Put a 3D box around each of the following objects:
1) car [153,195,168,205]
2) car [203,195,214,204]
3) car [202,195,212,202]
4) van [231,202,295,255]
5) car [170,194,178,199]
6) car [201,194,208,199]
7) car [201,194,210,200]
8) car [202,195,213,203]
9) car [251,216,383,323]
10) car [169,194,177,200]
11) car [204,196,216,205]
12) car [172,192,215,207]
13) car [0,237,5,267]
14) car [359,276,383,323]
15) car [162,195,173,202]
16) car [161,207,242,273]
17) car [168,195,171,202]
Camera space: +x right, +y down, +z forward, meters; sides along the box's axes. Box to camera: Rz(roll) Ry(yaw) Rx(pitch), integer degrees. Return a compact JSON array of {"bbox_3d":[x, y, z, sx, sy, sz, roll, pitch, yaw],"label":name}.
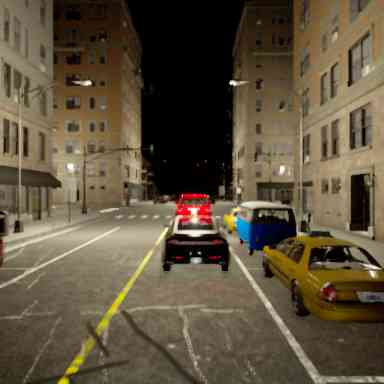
[{"bbox_3d":[-5.529,1.428,56.169,1.802,1.307,4.206,1,0,1],"label":"car"},{"bbox_3d":[3.068,1.373,61.594,1.887,1.381,4.507,1,0,1],"label":"car"},{"bbox_3d":[3.211,1.341,72.654,1.887,1.381,4.507,1,0,1],"label":"car"},{"bbox_3d":[2.679,1.306,12.726,1.690,1.788,3.998,1,0,0],"label":"van"},{"bbox_3d":[-5.029,1.295,94.871,1.947,1.339,4.313,1,0,1],"label":"car"},{"bbox_3d":[3.496,1.279,94.775,2.008,1.369,4.403,1,0,1],"label":"car"},{"bbox_3d":[3.353,1.328,83.715,1.947,1.339,4.313,1,0,1],"label":"car"},{"bbox_3d":[3.139,1.363,67.124,2.008,1.369,4.403,1,0,1],"label":"car"},{"bbox_3d":[2.677,1.505,7.223,1.752,1.417,4.829,1,0,0],"label":"car"},{"bbox_3d":[-5.102,1.272,89.172,1.752,1.417,4.829,1,0,1],"label":"car"},{"bbox_3d":[2.997,1.411,56.063,1.947,1.339,4.313,1,0,1],"label":"car"},{"bbox_3d":[0.103,1.166,20.839,2.150,2.045,5.566,0,0,0],"label":"car"},{"bbox_3d":[-5.850,1.525,7.057,1.887,1.381,4.507,1,0,0],"label":"car"},{"bbox_3d":[2.675,1.578,1.380,1.802,1.307,4.206,1,0,0],"label":"car"},{"bbox_3d":[-5.314,1.342,72.756,1.887,1.381,4.507,1,0,1],"label":"car"},{"bbox_3d":[0.101,1.463,10.588,2.128,1.511,4.902,0,0,0],"label":"car"},{"bbox_3d":[-5.457,1.395,61.698,1.947,1.339,4.313,1,0,1],"label":"car"}]
